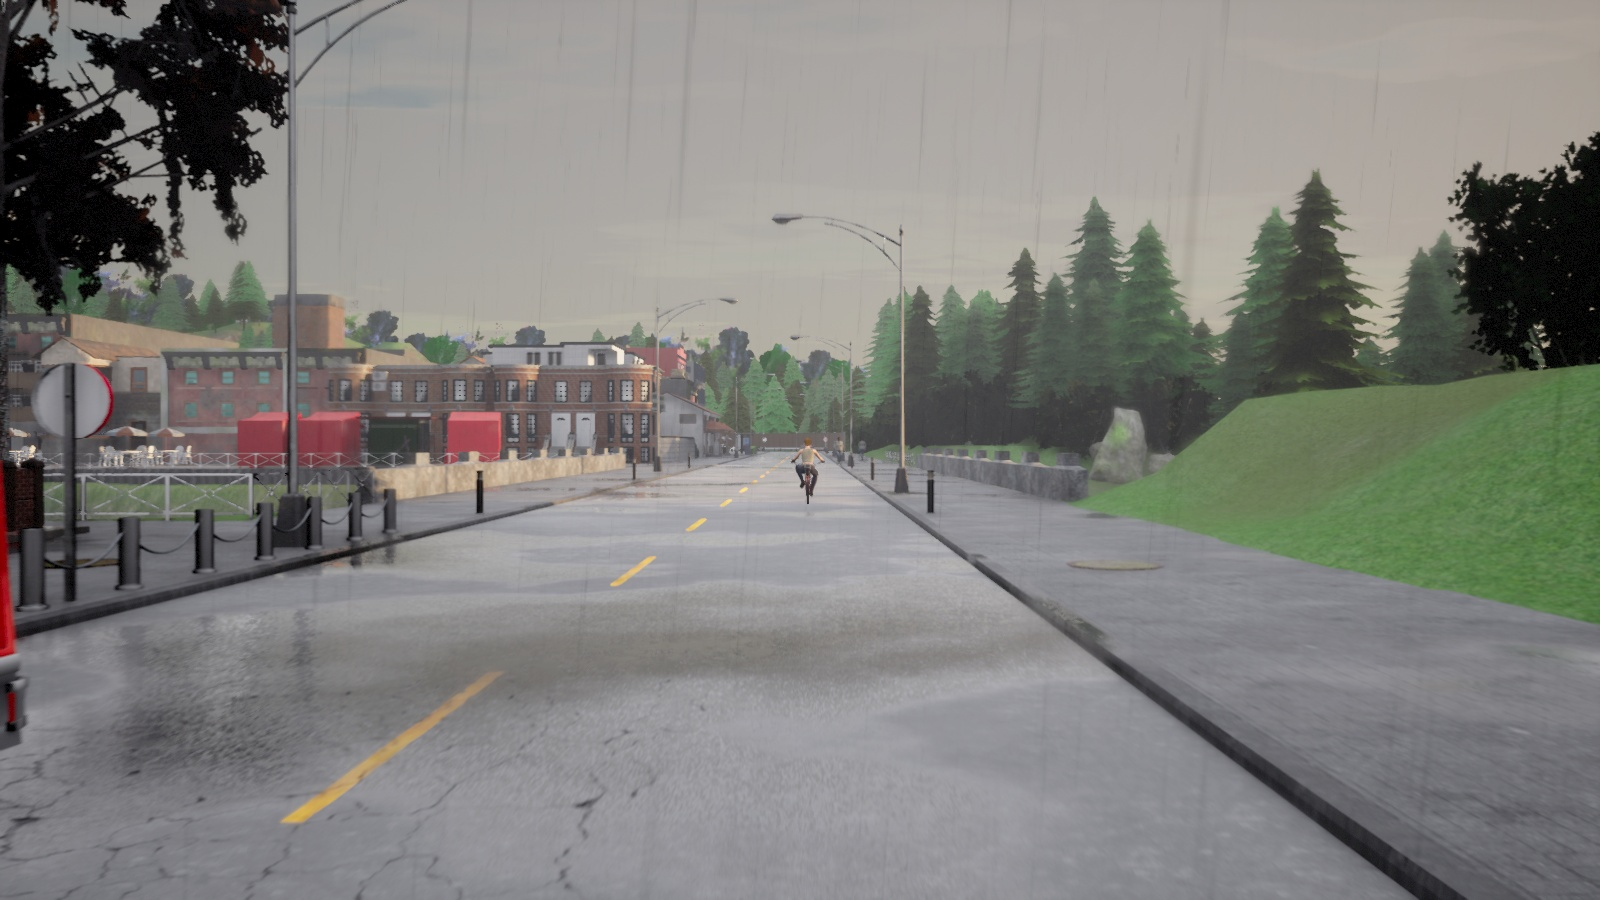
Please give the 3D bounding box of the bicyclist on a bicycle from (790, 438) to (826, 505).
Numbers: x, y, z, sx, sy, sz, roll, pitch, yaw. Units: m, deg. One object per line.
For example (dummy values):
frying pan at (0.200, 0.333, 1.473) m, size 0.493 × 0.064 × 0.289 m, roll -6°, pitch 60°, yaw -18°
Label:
bicyclist on a bicycle at (0.192, 0.508, 31.081) m, size 0.866 × 1.612 × 1.509 m, roll 0°, pitch 0°, yaw 0°

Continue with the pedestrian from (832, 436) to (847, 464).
pedestrian at (2.602, -0.010, 83.178) m, size 0.874 × 1.855 × 0.900 m, roll 0°, pitch 0°, yaw -8°

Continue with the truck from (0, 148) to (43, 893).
truck at (-3.974, 0.246, 1.790) m, size 2.627 × 2.467 × 5.204 m, roll 0°, pitch 0°, yaw 0°
